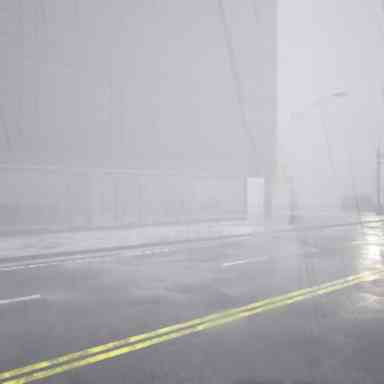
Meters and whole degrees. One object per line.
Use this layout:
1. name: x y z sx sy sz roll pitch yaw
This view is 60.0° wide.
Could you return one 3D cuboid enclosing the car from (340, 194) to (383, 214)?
1. car: 18.411 1.324 34.884 2.150 2.045 5.566 0 2 -36
